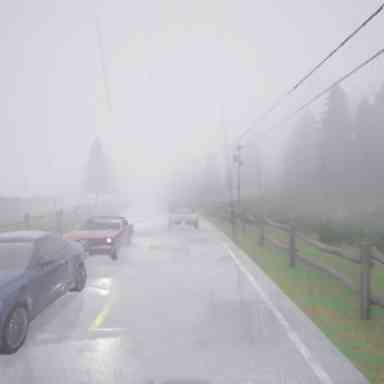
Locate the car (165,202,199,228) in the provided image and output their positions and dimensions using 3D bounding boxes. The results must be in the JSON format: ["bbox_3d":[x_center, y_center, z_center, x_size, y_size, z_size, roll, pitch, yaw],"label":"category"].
[{"bbox_3d":[-0.635,1.580,21.986,1.895,1.301,4.718,0,0,-3],"label":"car"}]

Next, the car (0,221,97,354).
[{"bbox_3d":[-3.374,1.520,6.222,1.812,1.442,4.674,0,0,-1],"label":"car"}]

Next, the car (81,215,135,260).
[{"bbox_3d":[-3.386,1.591,12.479,1.895,1.301,4.718,0,0,-2],"label":"car"}]

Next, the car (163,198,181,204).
[{"bbox_3d":[-2.360,1.468,40.594,1.837,1.490,4.892,0,1,-7],"label":"car"}]
